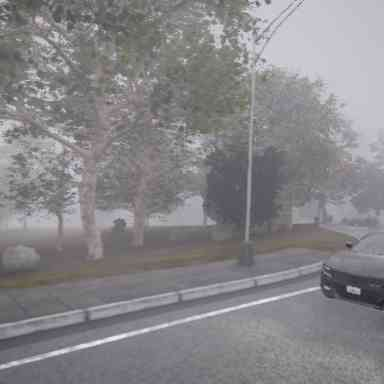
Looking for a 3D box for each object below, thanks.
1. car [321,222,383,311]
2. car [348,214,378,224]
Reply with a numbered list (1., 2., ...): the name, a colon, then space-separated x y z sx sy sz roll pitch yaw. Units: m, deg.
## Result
1. car: 4.966 1.659 7.887 5.008 1.535 1.882 2 -1 -40
2. car: 19.204 3.209 37.136 2.033 1.411 5.357 1 -3 43
